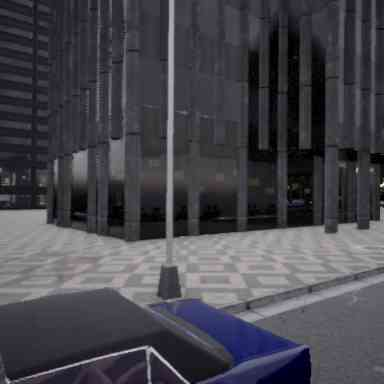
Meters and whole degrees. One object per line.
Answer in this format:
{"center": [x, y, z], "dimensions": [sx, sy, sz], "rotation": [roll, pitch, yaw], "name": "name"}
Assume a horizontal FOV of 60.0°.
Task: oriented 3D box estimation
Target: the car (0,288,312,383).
{"center": [-1.291, 1.603, 2.457], "dimensions": [4.718, 1.301, 1.895], "rotation": [1, 0, -35], "name": "car"}

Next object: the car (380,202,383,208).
{"center": [40.258, 2.699, 67.682], "dimensions": [1.887, 1.381, 4.507], "rotation": [0, -1, -35], "name": "car"}

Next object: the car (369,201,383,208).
{"center": [43.926, 2.883, 77.219], "dimensions": [1.887, 1.381, 4.507], "rotation": [0, -1, -35], "name": "car"}
